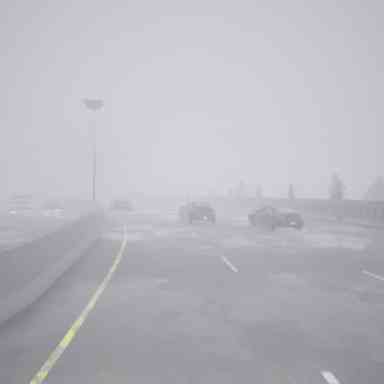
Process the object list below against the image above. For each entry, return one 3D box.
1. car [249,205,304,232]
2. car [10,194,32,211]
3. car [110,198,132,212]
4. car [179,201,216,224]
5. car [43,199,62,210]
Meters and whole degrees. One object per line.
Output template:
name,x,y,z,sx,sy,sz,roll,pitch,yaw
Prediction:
car,4.915,1.471,19.845,1.812,1.442,4.674,0,0,-11
car,-21.857,1.249,42.555,2.150,2.045,5.566,0,0,-28
car,-8.363,1.464,39.100,2.128,1.511,4.902,0,0,-23
car,0.303,1.463,24.462,1.837,1.490,4.892,0,0,-14
car,-17.926,1.574,42.519,1.994,1.385,4.181,0,0,-28
